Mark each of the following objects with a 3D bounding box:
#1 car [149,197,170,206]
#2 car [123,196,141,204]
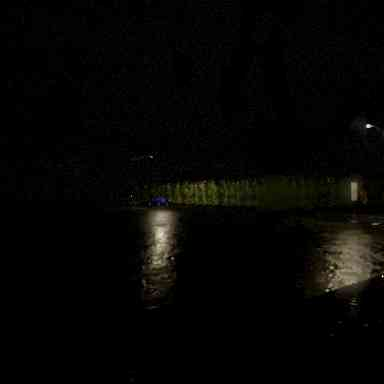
[{"bbox_3d":[-5.288,1.562,54.233,1.812,1.442,4.674,-1,0,-36],"label":"car"},{"bbox_3d":[-11.365,1.582,62.428,1.837,1.490,4.892,-1,0,-36],"label":"car"}]
